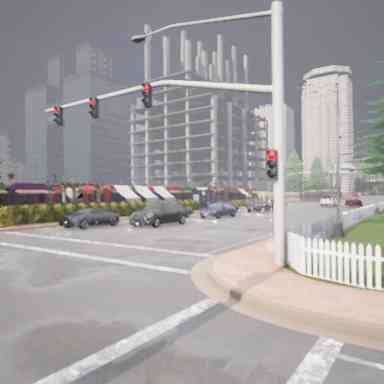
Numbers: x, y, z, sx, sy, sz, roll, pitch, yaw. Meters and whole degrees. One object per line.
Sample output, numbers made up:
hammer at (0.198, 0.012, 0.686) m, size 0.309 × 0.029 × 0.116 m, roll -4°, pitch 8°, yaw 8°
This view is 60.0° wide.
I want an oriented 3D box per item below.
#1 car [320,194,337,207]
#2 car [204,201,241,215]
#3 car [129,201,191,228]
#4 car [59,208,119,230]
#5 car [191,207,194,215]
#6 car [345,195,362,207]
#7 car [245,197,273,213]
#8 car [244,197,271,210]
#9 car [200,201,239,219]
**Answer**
car at (22.505, 1.384, 54.305) m, size 2.150 × 2.045 × 5.566 m, roll -1°, pitch 0°, yaw 34°
car at (3.700, 1.792, 39.355) m, size 2.033 × 1.411 × 5.357 m, roll -1°, pitch 0°, yaw 34°
car at (-2.417, 1.548, 24.085) m, size 2.097 × 1.767 × 4.553 m, roll -1°, pitch -1°, yaw 34°
car at (-7.128, 1.802, 23.365) m, size 1.994 × 1.385 × 4.181 m, roll -1°, pitch 0°, yaw 34°
car at (-1.946, 1.789, 31.020) m, size 2.033 × 1.411 × 5.357 m, roll -1°, pitch 0°, yaw 34°
car at (25.578, 1.597, 52.594) m, size 1.882 × 1.535 × 5.008 m, roll -1°, pitch -1°, yaw 34°
car at (8.172, 1.707, 39.704) m, size 1.837 × 1.490 × 4.892 m, roll -1°, pitch 0°, yaw 34°
car at (9.401, 1.599, 47.709) m, size 2.097 × 1.767 × 4.553 m, roll -1°, pitch -1°, yaw 35°
car at (2.537, 1.725, 31.377) m, size 1.812 × 1.442 × 4.674 m, roll -1°, pitch 0°, yaw 34°
